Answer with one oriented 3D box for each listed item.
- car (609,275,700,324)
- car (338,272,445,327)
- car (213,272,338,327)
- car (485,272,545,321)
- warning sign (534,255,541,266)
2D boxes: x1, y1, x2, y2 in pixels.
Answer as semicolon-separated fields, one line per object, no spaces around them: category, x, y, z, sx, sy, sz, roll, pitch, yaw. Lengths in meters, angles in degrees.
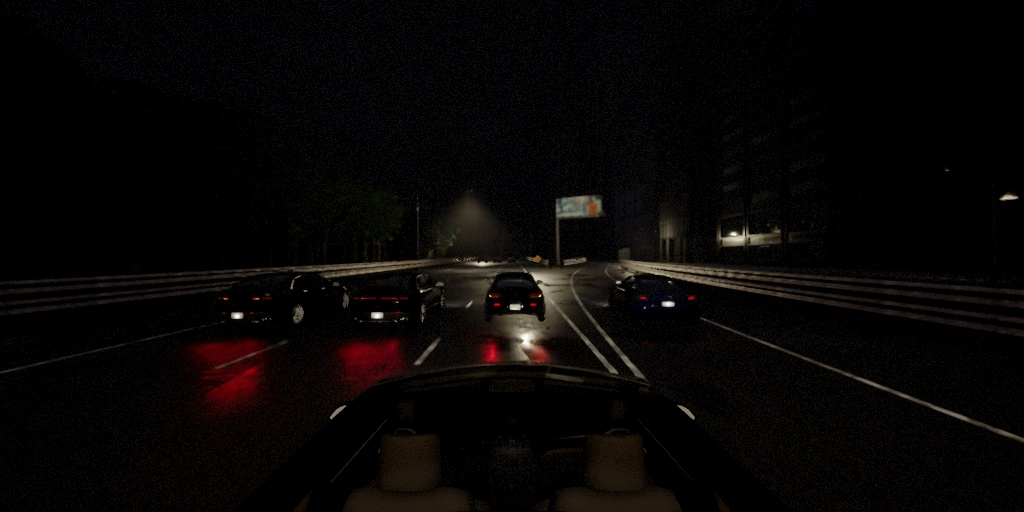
car;4.513;1.306;11.948;1.994;1.385;4.181;0;0;5
car;-3.403;1.249;11.470;1.837;1.490;4.892;0;0;0
car;-6.906;1.249;11.432;1.837;1.490;4.892;0;0;0
car;0.082;1.269;12.367;1.812;1.442;4.674;0;0;0
warning sign;4.531;0.752;62.958;1.300;1.860;1.060;0;0;0
